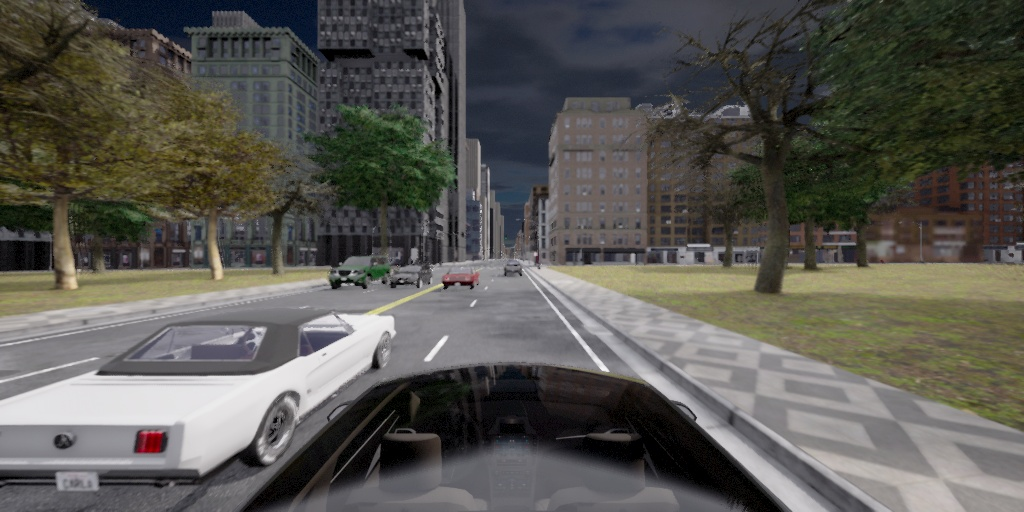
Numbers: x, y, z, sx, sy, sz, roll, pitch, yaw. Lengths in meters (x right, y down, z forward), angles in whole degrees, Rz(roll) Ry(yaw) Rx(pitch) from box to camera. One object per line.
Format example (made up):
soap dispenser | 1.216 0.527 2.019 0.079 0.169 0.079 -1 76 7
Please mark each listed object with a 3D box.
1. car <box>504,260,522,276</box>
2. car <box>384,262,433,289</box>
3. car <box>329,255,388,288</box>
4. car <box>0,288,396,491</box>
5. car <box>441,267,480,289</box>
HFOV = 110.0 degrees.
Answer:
car | 0.102 1.266 37.757 2.128 1.511 4.902 0 0 0
car | -6.499 1.258 23.554 1.837 1.490 4.892 0 0 0
car | -9.749 0.974 23.525 2.150 2.045 5.566 0 0 0
car | -3.150 1.351 4.825 1.895 1.301 4.718 0 0 0
car | -3.149 1.358 22.930 1.895 1.301 4.718 0 0 0
